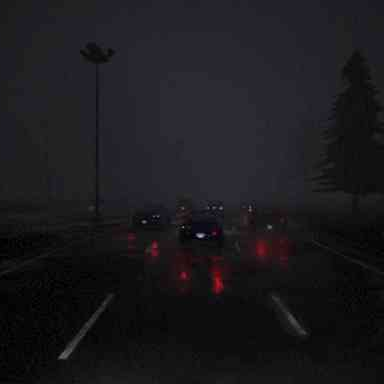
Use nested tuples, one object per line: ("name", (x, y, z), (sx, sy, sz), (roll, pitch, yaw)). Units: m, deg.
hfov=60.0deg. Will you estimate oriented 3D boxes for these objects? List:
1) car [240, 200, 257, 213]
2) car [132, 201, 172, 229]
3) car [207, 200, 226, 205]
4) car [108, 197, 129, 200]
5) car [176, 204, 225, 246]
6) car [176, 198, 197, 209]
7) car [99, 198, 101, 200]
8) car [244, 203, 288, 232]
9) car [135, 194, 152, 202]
("car", (6.234, 1.572, 36.402), (1.895, 1.301, 4.718), (0, 0, 6))
("car", (-2.475, 1.510, 21.180), (1.812, 1.442, 4.674), (0, 0, 6))
("car", (2.302, 1.521, 32.812), (2.033, 1.411, 5.357), (0, 0, 6))
("car", (-10.804, 1.102, 51.132), (2.128, 1.511, 4.902), (0, 0, 7))
("car", (0.507, 1.514, 15.255), (1.812, 1.442, 4.674), (0, 0, 4))
("car", (-0.649, 1.474, 37.811), (1.837, 1.490, 4.892), (0, 0, 6))
("car", (-14.282, 1.169, 51.529), (1.994, 1.385, 4.181), (0, 0, 7))
("car", (4.416, 1.584, 20.078), (1.895, 1.301, 4.718), (0, 0, 6))
("car", (-7.327, 1.101, 50.734), (1.812, 1.442, 4.674), (0, 0, 7))
